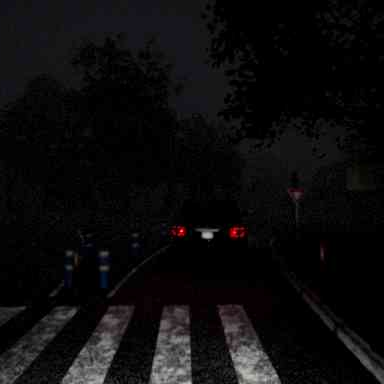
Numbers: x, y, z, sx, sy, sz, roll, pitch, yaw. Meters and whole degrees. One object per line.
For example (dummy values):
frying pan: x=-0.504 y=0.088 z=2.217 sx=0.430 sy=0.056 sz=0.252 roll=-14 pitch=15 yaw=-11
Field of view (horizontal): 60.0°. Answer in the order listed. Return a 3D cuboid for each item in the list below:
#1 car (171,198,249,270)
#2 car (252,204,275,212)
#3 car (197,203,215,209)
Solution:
car: x=0.729 y=1.215 z=11.321 sx=2.150 sy=2.045 sz=5.566 roll=1 pitch=0 yaw=7
car: x=14.369 y=3.199 z=67.105 sx=4.892 sy=1.490 sz=1.837 roll=-2 pitch=-2 yaw=43
car: x=3.196 y=3.248 z=77.948 sx=2.128 sy=1.511 sz=4.902 roll=0 pitch=-1 yaw=-26
